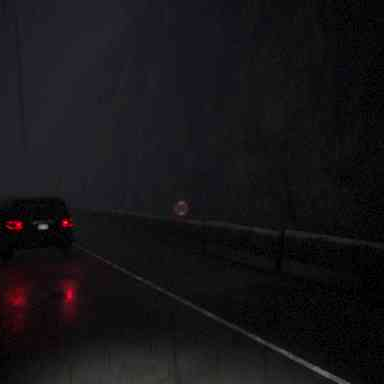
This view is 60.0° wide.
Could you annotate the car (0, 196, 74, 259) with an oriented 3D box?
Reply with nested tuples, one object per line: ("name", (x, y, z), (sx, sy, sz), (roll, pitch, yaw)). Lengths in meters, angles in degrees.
("car", (-6.153, 1.154, 12.714), (2.150, 2.045, 5.566), (0, 1, -33))
